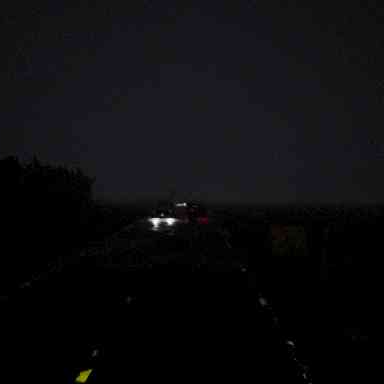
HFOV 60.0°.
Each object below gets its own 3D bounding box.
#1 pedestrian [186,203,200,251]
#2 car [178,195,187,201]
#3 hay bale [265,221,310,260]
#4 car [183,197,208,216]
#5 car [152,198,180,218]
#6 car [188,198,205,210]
[{"bbox_3d":[0.013,1.292,12.589,0.375,1.860,0.375,0,0,-1],"label":"pedestrian"},{"bbox_3d":[-1.895,1.411,69.440,2.128,1.511,4.902,0,0,1],"label":"car"},{"bbox_3d":[3.272,1.653,11.556,1.220,1.180,1.240,0,0,1],"label":"hay bale"},{"bbox_3d":[0.483,1.496,32.262,2.128,1.511,4.902,0,0,1],"label":"car"},{"bbox_3d":[-2.471,1.551,30.581,2.033,1.411,5.357,0,0,1],"label":"car"},{"bbox_3d":[0.619,1.563,43.873,2.033,1.411,5.357,0,0,1],"label":"car"}]
